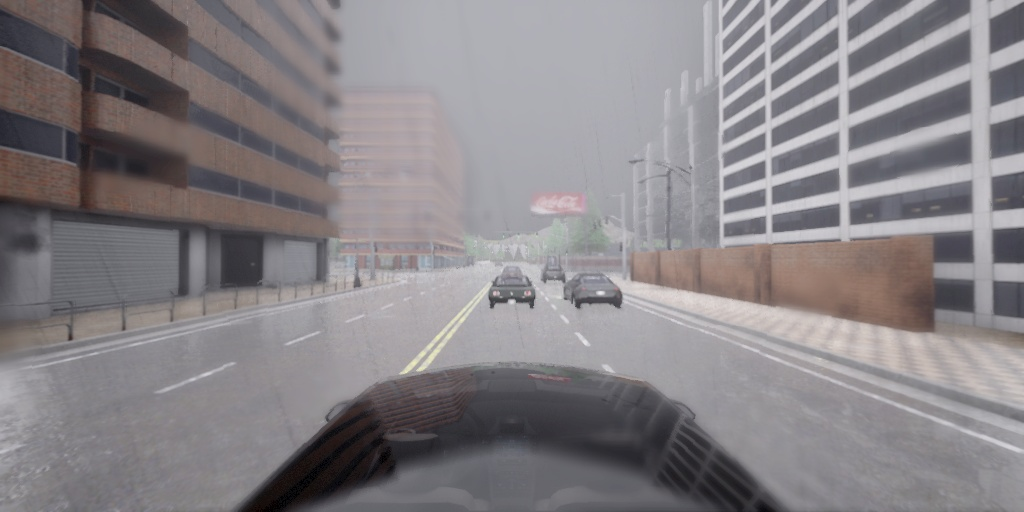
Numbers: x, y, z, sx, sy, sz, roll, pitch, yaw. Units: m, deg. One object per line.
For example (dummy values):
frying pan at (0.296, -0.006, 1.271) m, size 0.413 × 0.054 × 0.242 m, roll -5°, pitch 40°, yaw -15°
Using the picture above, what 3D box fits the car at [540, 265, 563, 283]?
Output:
car at (3.541, 1.517, 31.139) m, size 2.128 × 1.511 × 4.902 m, roll 0°, pitch 0°, yaw 2°

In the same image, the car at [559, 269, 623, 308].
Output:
car at (3.505, 1.449, 16.150) m, size 1.994 × 1.385 × 4.181 m, roll 0°, pitch 0°, yaw 0°

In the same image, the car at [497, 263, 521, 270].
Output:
car at (-0.001, 1.569, 30.836) m, size 2.033 × 1.411 × 5.357 m, roll 0°, pitch -1°, yaw 0°

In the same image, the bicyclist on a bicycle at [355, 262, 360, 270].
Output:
bicyclist on a bicycle at (-25.302, 1.583, 58.703) m, size 0.582 × 1.620 × 1.656 m, roll 0°, pitch 0°, yaw 0°

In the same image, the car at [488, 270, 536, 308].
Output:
car at (0.001, 1.484, 15.954) m, size 1.895 × 1.301 × 4.718 m, roll 0°, pitch 0°, yaw 0°
